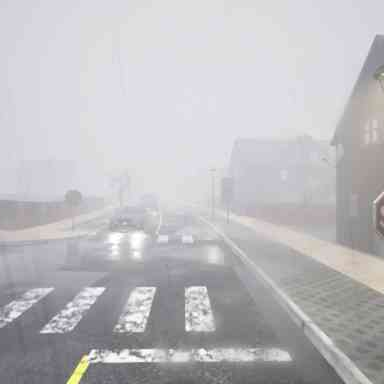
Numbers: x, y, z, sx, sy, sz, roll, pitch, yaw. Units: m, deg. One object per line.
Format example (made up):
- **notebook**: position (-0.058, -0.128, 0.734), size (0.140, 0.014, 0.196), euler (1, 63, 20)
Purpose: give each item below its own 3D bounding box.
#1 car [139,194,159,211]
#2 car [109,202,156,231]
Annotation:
- **car**: position (-5.378, 1.217, 41.301), size (2.150, 2.045, 5.566), euler (0, 0, -7)
- **car**: position (-3.668, 1.563, 20.420), size (1.994, 1.385, 4.181), euler (0, 0, 1)
